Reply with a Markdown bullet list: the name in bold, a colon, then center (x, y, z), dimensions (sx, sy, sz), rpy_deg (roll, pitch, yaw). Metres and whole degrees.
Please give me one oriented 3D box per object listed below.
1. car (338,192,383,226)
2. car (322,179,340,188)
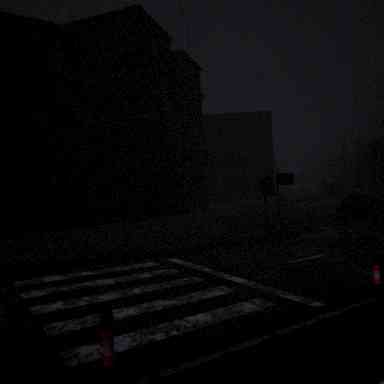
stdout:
- **car**: center (10.661, 0.822, 19.124), dimensions (2.097, 1.767, 4.553), rpy_deg (-4, 2, -17)
- **car**: center (25.167, -1.529, 60.265), dimensions (1.882, 1.535, 5.008), rpy_deg (-3, 1, 5)
